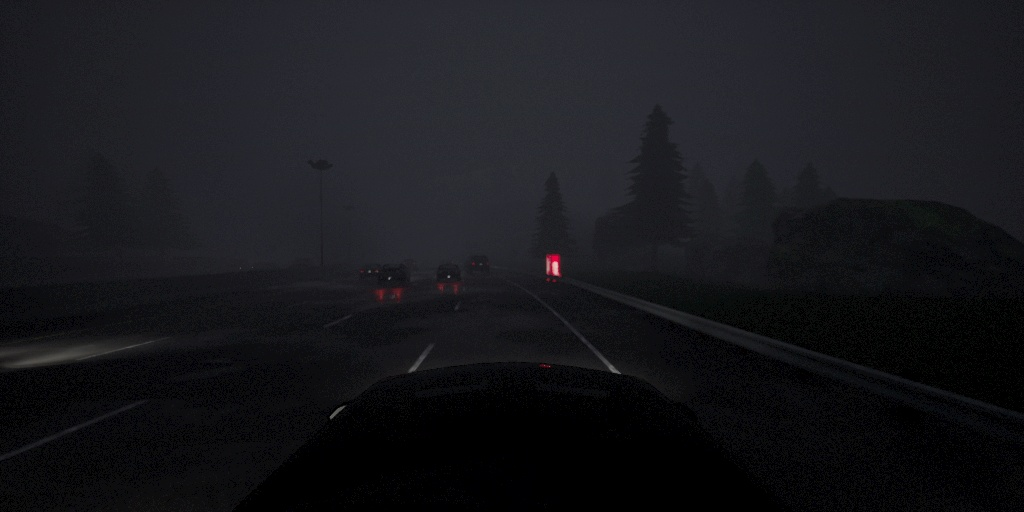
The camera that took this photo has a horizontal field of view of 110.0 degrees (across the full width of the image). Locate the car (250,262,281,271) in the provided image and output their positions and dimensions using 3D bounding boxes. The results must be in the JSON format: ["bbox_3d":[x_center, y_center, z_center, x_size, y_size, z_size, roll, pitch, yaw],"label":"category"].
[{"bbox_3d":[-32.051,1.552,47.185,1.882,1.535,5.008,-1,0,-18],"label":"car"}]

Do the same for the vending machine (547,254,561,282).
[{"bbox_3d":[3.173,0.848,27.314,1.100,2.100,0.880,0,0,-9],"label":"vending machine"}]

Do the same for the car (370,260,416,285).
[{"bbox_3d":[-8.726,1.303,26.720,2.128,1.511,4.902,0,0,-10],"label":"car"}]

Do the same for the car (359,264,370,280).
[{"bbox_3d":[-12.930,1.400,33.321,2.033,1.411,5.357,-1,0,-15],"label":"car"}]

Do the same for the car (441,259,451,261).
[{"bbox_3d":[-11.726,1.297,63.537,1.812,1.442,4.674,0,0,-23],"label":"car"}]

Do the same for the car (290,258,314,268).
[{"bbox_3d":[-29.504,1.256,50.561,2.150,2.045,5.566,-1,0,-19],"label":"car"}]

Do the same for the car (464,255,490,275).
[{"bbox_3d":[-3.880,0.941,39.308,2.150,2.045,5.566,0,0,-15],"label":"car"}]

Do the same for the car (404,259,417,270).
[{"bbox_3d":[-15.580,1.195,53.859,2.097,1.767,4.553,-1,0,-20],"label":"car"}]

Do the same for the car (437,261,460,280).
[{"bbox_3d":[-5.517,1.360,30.983,1.895,1.301,4.718,-1,0,-11],"label":"car"}]
